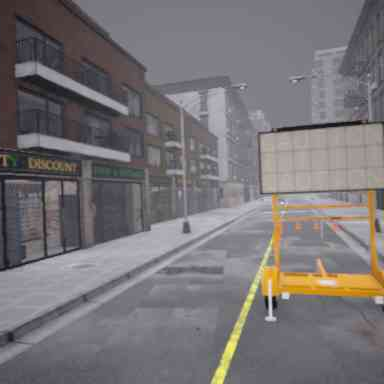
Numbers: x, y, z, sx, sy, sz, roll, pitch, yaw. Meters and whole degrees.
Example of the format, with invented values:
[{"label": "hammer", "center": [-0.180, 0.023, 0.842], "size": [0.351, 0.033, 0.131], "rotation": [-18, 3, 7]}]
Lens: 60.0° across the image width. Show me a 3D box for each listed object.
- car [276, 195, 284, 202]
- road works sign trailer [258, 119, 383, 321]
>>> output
[{"label": "car", "center": [17.495, 1.305, 66.720], "size": [2.033, 1.411, 5.357], "rotation": [-2, 0, 17]}, {"label": "road works sign trailer", "center": [2.663, 0.409, 6.880], "size": [2.380, 3.560, 2.880], "rotation": [-2, 0, 17]}]
